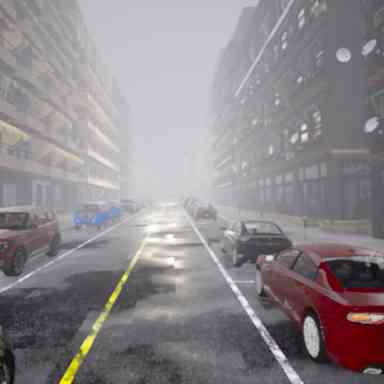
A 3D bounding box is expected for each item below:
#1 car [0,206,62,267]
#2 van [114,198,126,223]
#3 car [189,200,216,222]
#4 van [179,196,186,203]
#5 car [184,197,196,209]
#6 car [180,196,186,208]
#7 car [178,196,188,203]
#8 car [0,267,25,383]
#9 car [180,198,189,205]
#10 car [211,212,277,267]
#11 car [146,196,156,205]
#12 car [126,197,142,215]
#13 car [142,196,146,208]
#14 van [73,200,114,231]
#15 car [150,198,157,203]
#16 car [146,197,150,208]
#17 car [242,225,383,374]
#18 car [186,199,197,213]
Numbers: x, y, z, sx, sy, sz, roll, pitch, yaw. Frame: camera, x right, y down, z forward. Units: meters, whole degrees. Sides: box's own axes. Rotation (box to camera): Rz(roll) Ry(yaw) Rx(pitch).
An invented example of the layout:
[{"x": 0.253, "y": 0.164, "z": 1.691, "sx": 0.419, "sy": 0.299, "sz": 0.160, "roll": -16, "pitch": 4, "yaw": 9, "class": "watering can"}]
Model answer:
[{"x": -5.854, "y": 1.438, "z": 10.848, "sx": 2.192, "sy": 1.841, "sz": 5.009, "roll": 1, "pitch": 0, "yaw": -3, "class": "car"}, {"x": -6.835, "y": 1.562, "z": 27.410, "sx": 1.690, "sy": 1.788, "sz": 3.998, "roll": 1, "pitch": 0, "yaw": -3, "class": "van"}, {"x": 1.033, "y": 1.670, "z": 27.812, "sx": 1.887, "sy": 1.381, "sz": 4.507, "roll": 1, "pitch": 0, "yaw": -3, "class": "car"}, {"x": -2.591, "y": 1.957, "z": 88.548, "sx": 1.690, "sy": 1.788, "sz": 3.998, "roll": 0, "pitch": -1, "yaw": -3, "class": "van"}, {"x": 0.388, "y": 1.640, "z": 38.856, "sx": 1.967, "sy": 1.590, "sz": 4.097, "roll": 1, "pitch": 0, "yaw": -3, "class": "car"}, {"x": -0.305, "y": 1.594, "z": 49.897, "sx": 2.192, "sy": 1.841, "sz": 5.009, "roll": 1, "pitch": 0, "yaw": -3, "class": "car"}, {"x": -2.264, "y": 1.877, "z": 83.026, "sx": 2.192, "sy": 1.841, "sz": 5.009, "roll": 0, "pitch": -1, "yaw": -3, "class": "car"}, {"x": -2.767, "y": 1.607, "z": 1.777, "sx": 1.994, "sy": 1.385, "sz": 4.181, "roll": -1, "pitch": 0, "yaw": -3, "class": "car"}, {"x": -1.613, "y": 2.042, "z": 71.981, "sx": 1.802, "sy": 1.307, "sz": 4.206, "roll": 0, "pitch": -1, "yaw": -3, "class": "car"}, {"x": 2.011, "y": 1.577, "z": 11.250, "sx": 2.008, "sy": 1.369, "sz": 4.403, "roll": 1, "pitch": 0, "yaw": -3, "class": "car"}, {"x": -9.446, "y": 1.871, "z": 71.575, "sx": 2.192, "sy": 1.841, "sz": 5.009, "roll": 1, "pitch": -1, "yaw": -3, "class": "car"}, {"x": -7.487, "y": 1.611, "z": 38.451, "sx": 2.192, "sy": 1.841, "sz": 5.009, "roll": 1, "pitch": 0, "yaw": -3, "class": "car"}, {"x": -7.813, "y": 1.650, "z": 43.971, "sx": 2.192, "sy": 1.841, "sz": 5.009, "roll": 1, "pitch": 0, "yaw": -3, "class": "car"}, {"x": -6.508, "y": 1.527, "z": 21.887, "sx": 1.690, "sy": 1.788, "sz": 3.998, "roll": 1, "pitch": 0, "yaw": -3, "class": "van"}, {"x": -10.754, "y": 2.350, "z": 93.658, "sx": 1.802, "sy": 1.307, "sz": 4.206, "roll": 1, "pitch": -1, "yaw": -3, "class": "car"}, {"x": -8.469, "y": 1.983, "z": 55.012, "sx": 1.947, "sy": 1.339, "sz": 4.313, "roll": 1, "pitch": 0, "yaw": -3, "class": "car"}, {"x": 2.338, "y": 1.542, "z": 5.728, "sx": 1.887, "sy": 1.381, "sz": 4.507, "roll": 1, "pitch": 0, "yaw": -3, "class": "car"}, {"x": 0.706, "y": 1.706, "z": 33.333, "sx": 1.887, "sy": 1.381, "sz": 4.507, "roll": 1, "pitch": 0, "yaw": -3, "class": "car"}]
